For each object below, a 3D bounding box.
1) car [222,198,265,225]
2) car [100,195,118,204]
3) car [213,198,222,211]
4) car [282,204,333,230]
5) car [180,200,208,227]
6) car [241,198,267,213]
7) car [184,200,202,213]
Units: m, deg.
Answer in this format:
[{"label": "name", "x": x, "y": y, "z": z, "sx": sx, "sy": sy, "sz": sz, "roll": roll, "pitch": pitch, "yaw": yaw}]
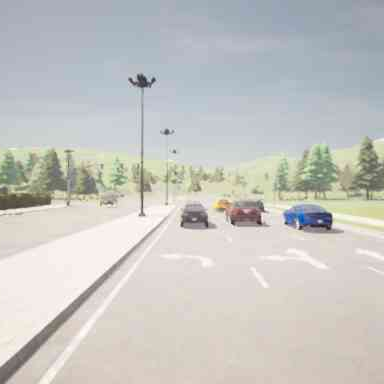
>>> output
[{"label": "car", "x": 3.648, "y": 1.356, "z": 24.286, "sx": 2.097, "sy": 1.767, "sz": 4.553, "roll": 0, "pitch": 0, "yaw": 0}, {"label": "car", "x": -11.519, "y": 1.173, "z": 46.291, "sx": 1.812, "sy": 1.442, "sz": 4.674, "roll": 0, "pitch": 0, "yaw": 0}, {"label": "car", "x": 3.604, "y": 1.483, "z": 40.033, "sx": 1.882, "sy": 1.535, "sz": 5.008, "roll": 0, "pitch": 0, "yaw": 0}, {"label": "car", "x": 7.145, "y": 1.484, "z": 21.038, "sx": 1.882, "sy": 1.535, "sz": 5.008, "roll": 0, "pitch": 0, "yaw": 0}, {"label": "car", "x": 0.150, "y": 1.527, "z": 22.965, "sx": 1.812, "sy": 1.442, "sz": 4.674, "roll": 0, "pitch": 0, "yaw": 0}, {"label": "car", "x": 7.108, "y": 1.501, "z": 38.641, "sx": 2.128, "sy": 1.511, "sz": 4.902, "roll": 0, "pitch": 0, "yaw": 0}, {"label": "car", "x": 0.111, "y": 1.604, "z": 38.200, "sx": 1.895, "sy": 1.301, "sz": 4.718, "roll": 0, "pitch": 0, "yaw": 0}]
